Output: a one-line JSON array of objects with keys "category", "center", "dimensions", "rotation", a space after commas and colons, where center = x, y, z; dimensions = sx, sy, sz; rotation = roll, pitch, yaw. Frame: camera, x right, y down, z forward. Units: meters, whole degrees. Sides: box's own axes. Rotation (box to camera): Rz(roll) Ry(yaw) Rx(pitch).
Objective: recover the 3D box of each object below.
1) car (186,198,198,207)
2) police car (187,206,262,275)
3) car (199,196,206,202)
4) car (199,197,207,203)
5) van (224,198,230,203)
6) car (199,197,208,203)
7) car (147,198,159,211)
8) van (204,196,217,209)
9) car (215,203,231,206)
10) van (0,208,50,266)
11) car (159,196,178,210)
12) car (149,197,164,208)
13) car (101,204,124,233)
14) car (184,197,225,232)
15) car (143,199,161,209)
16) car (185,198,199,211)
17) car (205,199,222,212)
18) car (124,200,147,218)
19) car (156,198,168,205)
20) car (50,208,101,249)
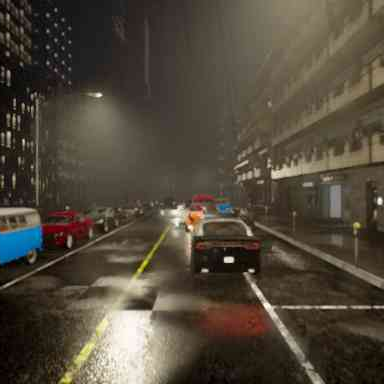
[{"category": "car", "center": [-0.030, 1.747, 56.171], "dimensions": [2.033, 1.411, 5.357], "rotation": [0, 0, 0]}, {"category": "police car", "center": [0.894, 1.458, 10.692], "dimensions": [1.930, 1.638, 5.238], "rotation": [0, 0, 0]}, {"category": "car", "center": [2.637, 1.861, 86.697], "dimensions": [1.752, 1.417, 4.829], "rotation": [0, 0, 0]}, {"category": "car", "center": [2.641, 1.834, 81.174], "dimensions": [1.752, 1.417, 4.829], "rotation": [0, 0, 0]}, {"category": "van", "center": [2.670, 1.443, 31.300], "dimensions": [1.690, 1.788, 3.998], "rotation": [0, 0, 0]}, {"category": "car", "center": [2.645, 1.848, 75.482], "dimensions": [1.947, 1.339, 4.313], "rotation": [0, 0, 0]}, {"category": "car", "center": [-5.717, 1.695, 42.339], "dimensions": [2.008, 1.369, 4.403], "rotation": [0, 0, 0]}, {"category": "van", "center": [2.660, 1.507, 47.868], "dimensions": [1.690, 1.788, 3.998], "rotation": [0, 0, 0]}, {"category": "car", "center": [2.677, 1.614, 20.254], "dimensions": [2.008, 1.369, 4.403], "rotation": [0, 0, 0]}, {"category": "van", "center": [-5.698, 1.369, 9.204], "dimensions": [1.690, 1.788, 3.998], "rotation": [0, 0, 0]}, {"category": "car", "center": [-3.073, 1.507, 45.240], "dimensions": [2.097, 1.767, 4.553], "rotation": [0, 0, 0]}, {"category": "car", "center": [-5.724, 1.628, 53.387], "dimensions": [1.967, 1.590, 4.097], "rotation": [0, 0, 0]}, {"category": "car", "center": [-5.704, 1.629, 20.249], "dimensions": [1.947, 1.339, 4.313], "rotation": [0, 0, 0]}, {"category": "car", "center": [0.645, 1.411, 20.548], "dimensions": [2.097, 1.767, 4.553], "rotation": [0, 0, 0]}, {"category": "car", "center": [-5.720, 1.717, 47.863], "dimensions": [2.008, 1.369, 4.403], "rotation": [0, 0, 0]}, {"category": "car", "center": [-0.010, 1.660, 44.844], "dimensions": [1.837, 1.490, 4.892], "rotation": [0, 0, 0]}, {"category": "car", "center": [2.664, 1.689, 42.344], "dimensions": [1.887, 1.381, 4.507], "rotation": [0, 0, 0]}, {"category": "car", "center": [-5.711, 1.542, 31.296], "dimensions": [1.967, 1.590, 4.097], "rotation": [0, 0, 0]}, {"category": "car", "center": [-5.730, 1.799, 64.432], "dimensions": [1.947, 1.339, 4.313], "rotation": [0, 0, 0]}, {"category": "car", "center": [-5.701, 1.589, 14.726], "dimensions": [1.887, 1.381, 4.507], "rotation": [0, 0, 0]}]
